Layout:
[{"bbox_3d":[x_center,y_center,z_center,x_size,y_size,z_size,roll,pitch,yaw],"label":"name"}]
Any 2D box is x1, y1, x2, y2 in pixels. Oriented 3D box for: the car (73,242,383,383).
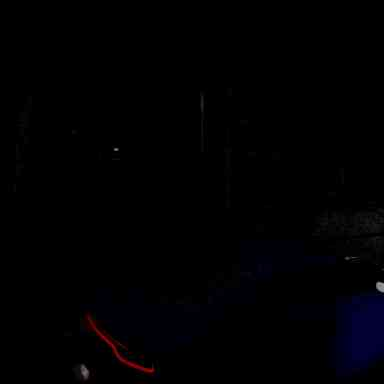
[{"bbox_3d":[1.141,1.406,4.270,5.008,1.535,1.882,0,1,-32],"label":"car"}]
